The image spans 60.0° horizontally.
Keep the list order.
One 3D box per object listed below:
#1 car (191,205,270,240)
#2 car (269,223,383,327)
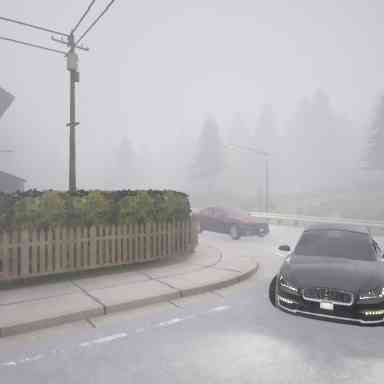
[{"bbox_3d":[1.861,1.478,17.434,1.882,1.535,5.008,0,0,-33],"label":"car"},{"bbox_3d":[3.159,1.505,7.298,1.837,1.490,4.892,0,0,27],"label":"car"}]
